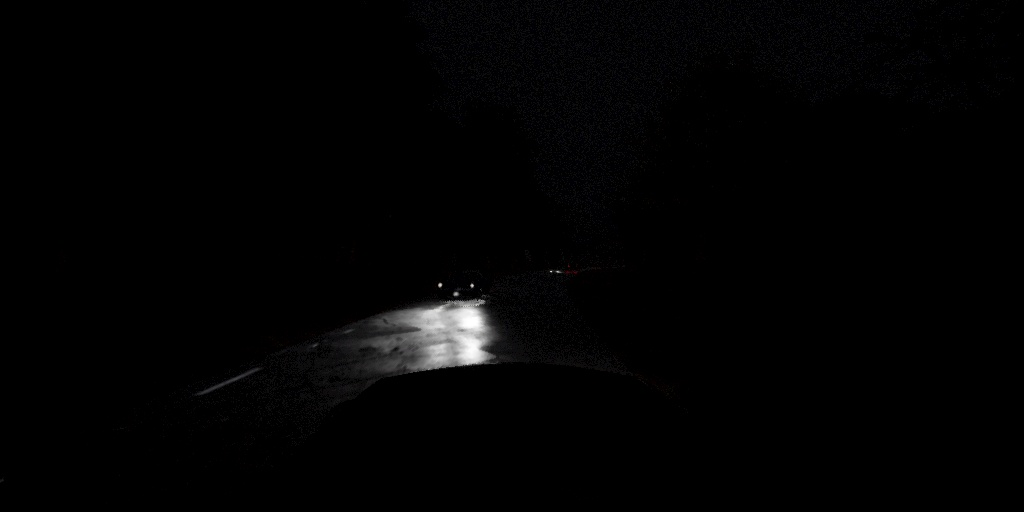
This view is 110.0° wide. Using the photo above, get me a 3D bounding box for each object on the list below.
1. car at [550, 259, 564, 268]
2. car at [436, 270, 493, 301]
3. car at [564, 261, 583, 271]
[{"bbox_3d":[7.469,1.181,58.101,1.994,1.385,4.181,0,0,21],"label":"car"},{"bbox_3d":[-2.217,1.358,17.777,1.895,1.301,4.718,0,0,6],"label":"car"},{"bbox_3d":[9.821,1.578,55.409,1.895,1.301,4.718,0,0,20],"label":"car"}]
